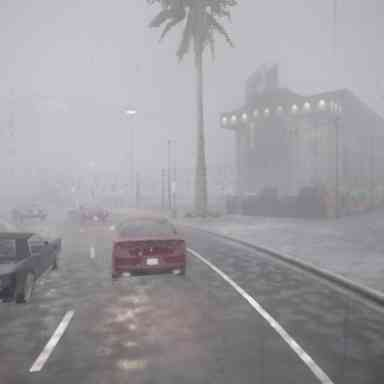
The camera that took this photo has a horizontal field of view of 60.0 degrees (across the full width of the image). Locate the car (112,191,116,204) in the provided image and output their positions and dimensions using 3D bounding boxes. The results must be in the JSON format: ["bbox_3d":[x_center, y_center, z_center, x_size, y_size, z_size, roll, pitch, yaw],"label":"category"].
[{"bbox_3d":[-13.922,1.095,56.952,4.553,1.767,2.185,0,0,40],"label":"car"}]

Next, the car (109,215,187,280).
[{"bbox_3d":[-1.433,1.442,10.026,1.882,1.535,5.008,0,0,-12],"label":"car"}]

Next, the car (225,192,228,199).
[{"bbox_3d":[6.263,1.124,55.049,4.674,1.452,2.002,0,0,40],"label":"car"}]

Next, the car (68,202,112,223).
[{"bbox_3d":[-7.939,1.543,25.083,1.895,1.301,4.718,-1,0,-33],"label":"car"}]

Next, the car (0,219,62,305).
[{"bbox_3d":[-4.424,1.596,7.856,1.895,1.301,4.718,0,0,-11],"label":"car"}]

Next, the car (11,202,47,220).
[{"bbox_3d":[-12.859,1.521,26.106,2.033,1.411,5.357,-1,0,-37],"label":"car"}]
